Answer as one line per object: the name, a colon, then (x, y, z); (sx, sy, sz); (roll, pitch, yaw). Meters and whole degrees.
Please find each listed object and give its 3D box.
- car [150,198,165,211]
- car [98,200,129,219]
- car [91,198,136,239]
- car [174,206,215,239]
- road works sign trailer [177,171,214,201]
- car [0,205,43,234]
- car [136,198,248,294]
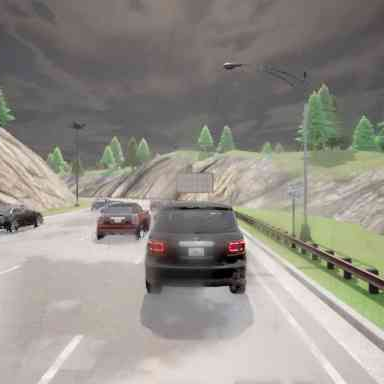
car: (-4.313, 1.526, 41.798); (1.812, 1.442, 4.674); (0, 0, -6)
car: (-7.018, 1.525, 30.133); (1.812, 1.442, 4.674); (0, 0, -1)
car: (-3.412, 1.353, 17.395); (2.097, 1.767, 4.553); (0, 0, 0)
car: (0.115, 1.558, 18.157); (1.994, 1.385, 4.181); (0, 0, 0)
road works sign trailer: (0.199, 0.464, 21.654); (2.380, 3.560, 2.880); (0, 0, 0)
car: (-10.413, 1.490, 19.251); (2.128, 1.511, 4.902); (0, 0, 0)
car: (0.092, 1.221, 8.941); (2.150, 2.045, 5.566); (0, 0, 0)
